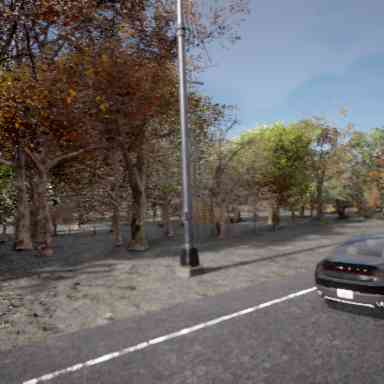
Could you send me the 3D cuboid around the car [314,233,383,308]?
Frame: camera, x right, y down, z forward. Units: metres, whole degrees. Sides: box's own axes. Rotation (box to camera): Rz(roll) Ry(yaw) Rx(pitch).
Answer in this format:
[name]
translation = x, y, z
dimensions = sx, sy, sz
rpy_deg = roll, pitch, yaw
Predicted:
[car]
translation = 4.879, 1.767, 8.098
dimensions = 4.892, 1.490, 1.837
rpy_deg = 0, -4, -39
